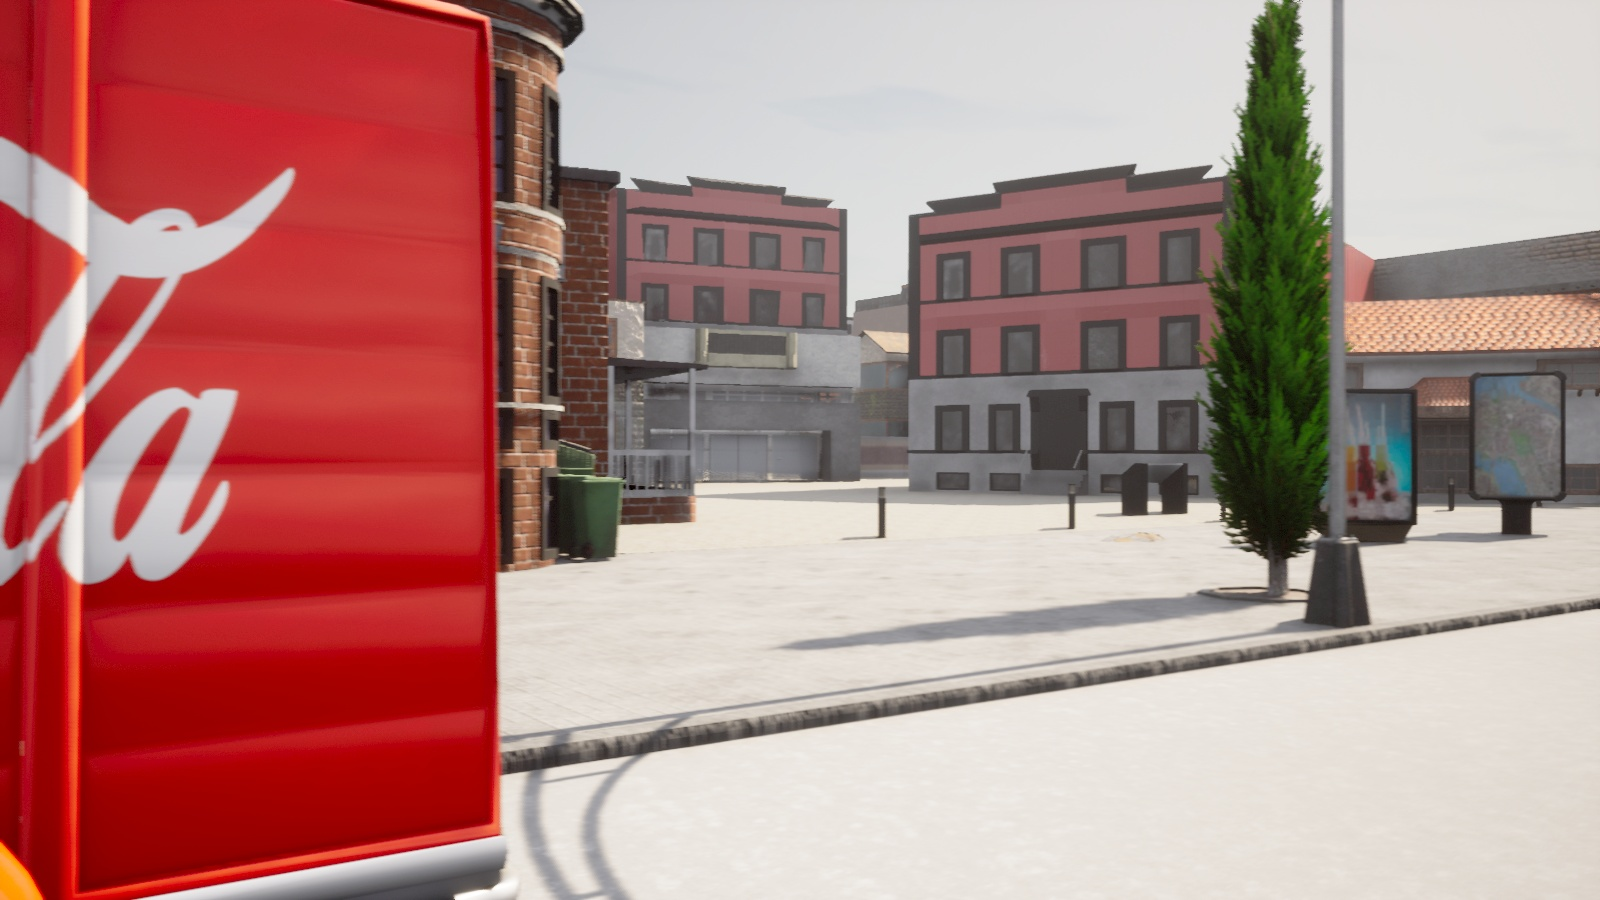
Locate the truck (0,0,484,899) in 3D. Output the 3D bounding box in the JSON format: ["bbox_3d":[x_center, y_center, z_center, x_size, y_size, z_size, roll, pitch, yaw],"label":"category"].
[{"bbox_3d":[-3.457,0.270,1.862,5.204,2.467,2.627,0,0,-35],"label":"truck"}]
